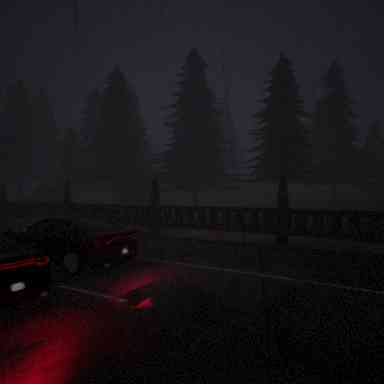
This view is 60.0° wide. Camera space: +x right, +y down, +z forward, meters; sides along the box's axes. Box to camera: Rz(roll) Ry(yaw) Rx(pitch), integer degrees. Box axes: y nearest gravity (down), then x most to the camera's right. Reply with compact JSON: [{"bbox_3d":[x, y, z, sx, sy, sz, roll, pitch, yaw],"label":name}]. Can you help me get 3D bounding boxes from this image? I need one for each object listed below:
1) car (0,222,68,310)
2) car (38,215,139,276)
[{"bbox_3d":[-5.088,1.466,6.976,5.008,1.535,1.882,0,0,31],"label":"car"},{"bbox_3d":[-3.946,1.457,10.364,5.008,1.535,1.882,0,0,31],"label":"car"}]
